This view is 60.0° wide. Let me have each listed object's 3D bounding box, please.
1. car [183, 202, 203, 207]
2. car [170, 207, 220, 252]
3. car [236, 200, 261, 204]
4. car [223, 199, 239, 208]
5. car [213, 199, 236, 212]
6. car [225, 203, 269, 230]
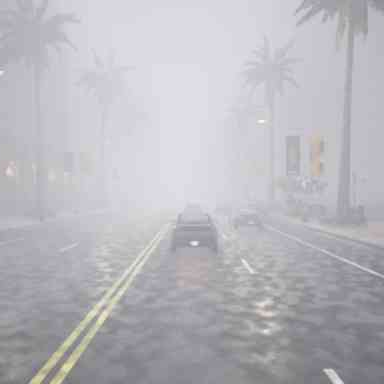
[{"bbox_3d":[0.078,1.766,34.455,2.128,1.511,4.902,0,0,0],"label":"car"},{"bbox_3d":[0.091,1.621,14.461,1.837,1.490,4.892,0,0,0],"label":"car"},{"bbox_3d":[6.574,1.649,37.022,2.185,1.767,4.553,0,0,0],"label":"car"},{"bbox_3d":[6.869,1.982,58.950,2.161,1.482,4.786,0,0,0],"label":"car"},{"bbox_3d":[3.591,1.811,40.095,2.128,1.511,4.902,0,0,0],"label":"car"},{"bbox_3d":[3.586,1.706,22.514,1.812,1.442,4.674,0,-1,0],"label":"car"}]
